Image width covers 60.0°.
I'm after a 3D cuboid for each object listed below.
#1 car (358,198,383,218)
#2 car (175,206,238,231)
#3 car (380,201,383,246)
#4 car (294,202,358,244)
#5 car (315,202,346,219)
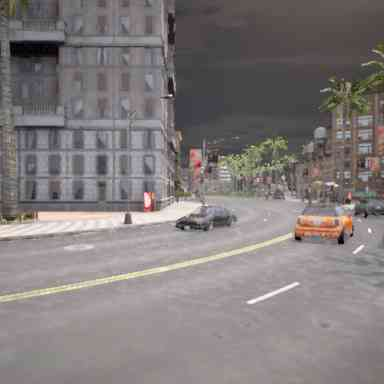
[{"bbox_3d":[15.948,1.353,29.625,2.097,1.767,4.553,0,0,13],"label":"car"},{"bbox_3d":[1.081,1.587,20.657,2.033,1.411,5.357,0,0,31],"label":"car"},{"bbox_3d":[9.492,1.361,14.289,2.097,1.767,4.553,0,0,32],"label":"car"},{"bbox_3d":[6.528,1.358,16.152,2.097,1.767,4.553,0,0,32],"label":"car"},{"bbox_3d":[12.558,1.601,30.498,1.895,1.301,4.718,0,0,13],"label":"car"}]
